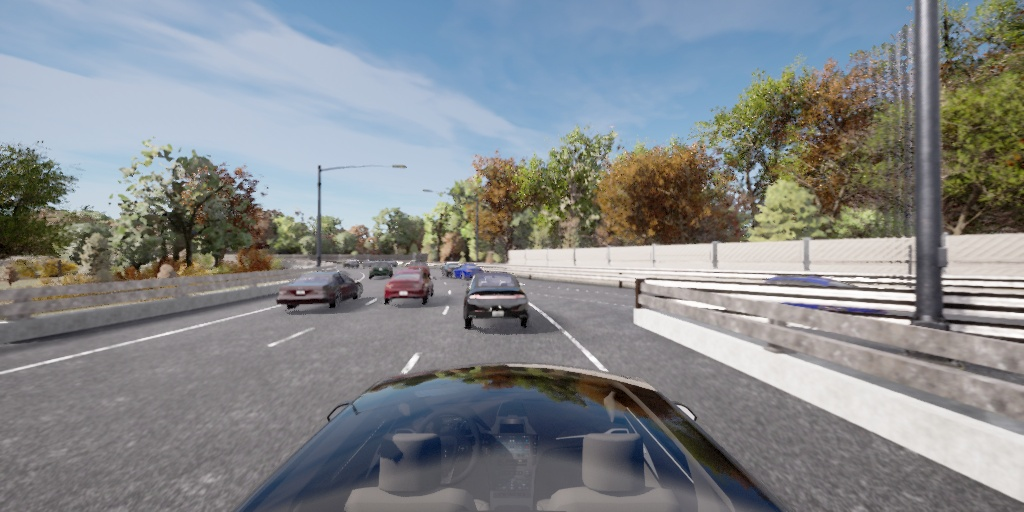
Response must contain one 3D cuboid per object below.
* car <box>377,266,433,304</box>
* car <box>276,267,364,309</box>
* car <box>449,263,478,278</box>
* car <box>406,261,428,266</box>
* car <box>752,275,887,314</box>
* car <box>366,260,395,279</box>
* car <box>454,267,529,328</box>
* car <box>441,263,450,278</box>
[{"bbox_3d":[-4.771,1.366,16.922,1.812,1.442,4.674,0,0,-8],"label":"car"},{"bbox_3d":[-8.041,1.386,15.504,2.033,1.411,5.357,0,0,-8],"label":"car"},{"bbox_3d":[-4.087,1.460,33.295,1.812,1.442,4.674,0,0,-25],"label":"car"},{"bbox_3d":[-9.551,1.308,36.244,2.097,1.767,4.553,0,0,-18],"label":"car"},{"bbox_3d":[9.181,1.369,12.011,1.812,1.442,4.674,0,-1,-39],"label":"car"},{"bbox_3d":[-13.315,1.314,36.429,2.097,1.767,4.553,0,0,-19],"label":"car"},{"bbox_3d":[-0.595,1.299,11.746,2.128,1.511,4.902,0,0,-5],"label":"car"},{"bbox_3d":[-6.219,1.484,37.360,1.812,1.442,4.674,0,0,-18],"label":"car"}]
